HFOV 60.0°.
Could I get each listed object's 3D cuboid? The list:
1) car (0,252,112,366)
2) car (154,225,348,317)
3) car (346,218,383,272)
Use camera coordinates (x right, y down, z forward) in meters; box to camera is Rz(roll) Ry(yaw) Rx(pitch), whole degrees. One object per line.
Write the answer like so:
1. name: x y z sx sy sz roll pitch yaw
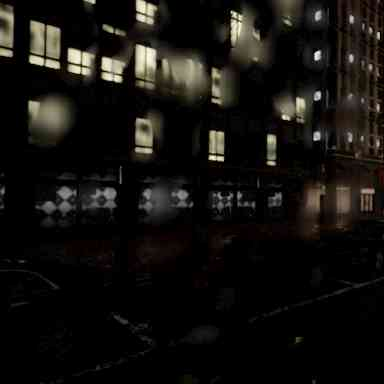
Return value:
1. car: -3.244 1.552 4.229 4.403 1.369 2.008 0 1 -35
2. car: 1.295 1.539 7.466 4.507 1.381 1.887 0 1 -35
3. car: 5.834 1.538 10.704 4.403 1.369 2.008 0 1 -35
